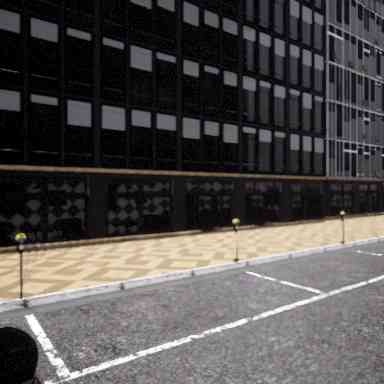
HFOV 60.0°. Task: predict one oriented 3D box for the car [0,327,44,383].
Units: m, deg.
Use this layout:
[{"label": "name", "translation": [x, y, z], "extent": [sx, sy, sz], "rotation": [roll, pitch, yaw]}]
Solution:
[{"label": "car", "translation": [-3.123, 1.513, 1.151], "extent": [4.892, 1.490, 1.837], "rotation": [0, 0, -35]}]
